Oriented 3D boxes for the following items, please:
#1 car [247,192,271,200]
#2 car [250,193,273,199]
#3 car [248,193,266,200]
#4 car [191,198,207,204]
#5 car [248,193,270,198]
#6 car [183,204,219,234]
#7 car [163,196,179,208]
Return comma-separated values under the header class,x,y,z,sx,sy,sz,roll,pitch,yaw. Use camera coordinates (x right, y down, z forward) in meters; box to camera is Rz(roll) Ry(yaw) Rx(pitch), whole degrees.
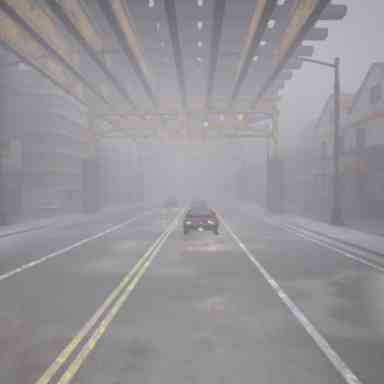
class,x,y,z,sx,sy,sz,roll,pitch,yaw
car,14.991,0.903,74.253,4.974,1.542,2.038,0,1,26
car,14.637,0.795,70.116,4.536,1.218,1.853,0,1,-19
car,14.588,0.953,70.101,4.974,1.542,2.038,0,1,-19
car,0.888,1.433,40.971,1.994,1.385,4.181,0,1,1
car,15.037,0.746,74.229,4.536,1.218,1.853,0,1,26
car,0.489,1.591,19.056,1.895,1.301,4.718,0,0,1
car,-2.724,1.347,44.673,1.837,1.490,4.892,0,0,1
